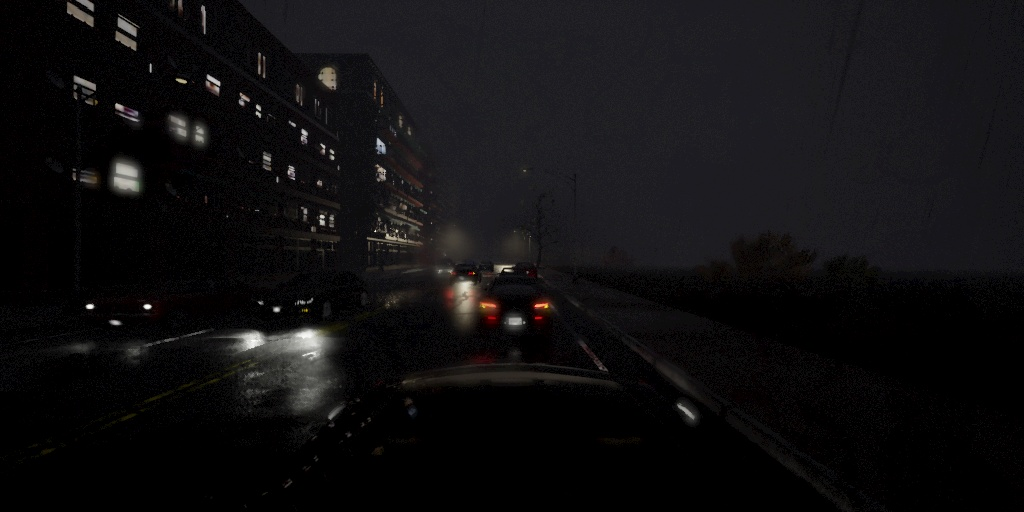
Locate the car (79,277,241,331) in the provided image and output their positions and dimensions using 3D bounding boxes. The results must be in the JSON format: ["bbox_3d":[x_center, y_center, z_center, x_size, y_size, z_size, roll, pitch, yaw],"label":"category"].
[{"bbox_3d":[-9.875,1.352,11.138,1.895,1.301,4.718,0,0,0],"label":"car"}]

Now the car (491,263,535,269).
[{"bbox_3d":[0.050,1.317,20.370,1.994,1.385,4.181,0,0,0],"label":"car"}]

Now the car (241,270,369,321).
[{"bbox_3d":[-6.631,1.256,12.516,1.837,1.490,4.892,0,0,0],"label":"car"}]

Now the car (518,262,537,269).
[{"bbox_3d":[1.061,1.232,29.899,1.882,1.535,5.008,0,0,0],"label":"car"}]

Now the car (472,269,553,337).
[{"bbox_3d":[0.069,1.277,10.203,1.812,1.442,4.674,0,0,0],"label":"car"}]

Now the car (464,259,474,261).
[{"bbox_3d":[-6.737,1.230,55.631,1.882,1.535,5.008,0,0,0],"label":"car"}]

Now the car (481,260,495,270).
[{"bbox_3d":[-3.264,1.244,45.520,2.128,1.511,4.902,0,0,-1],"label":"car"}]

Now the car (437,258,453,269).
[{"bbox_3d":[-9.984,1.105,54.542,2.097,1.767,4.553,0,0,0],"label":"car"}]

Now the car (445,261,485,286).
[{"bbox_3d":[-3.214,1.279,25.384,1.812,1.442,4.674,0,0,0],"label":"car"}]
